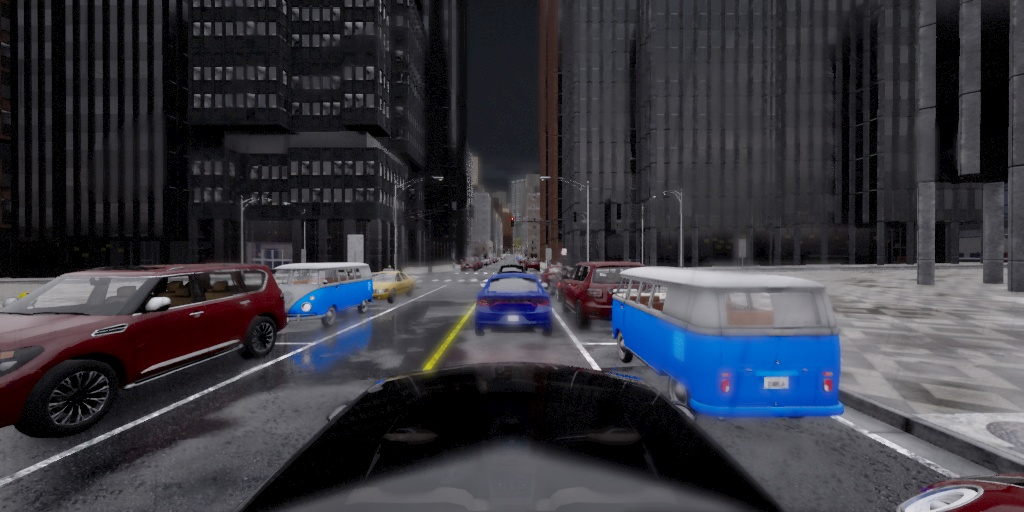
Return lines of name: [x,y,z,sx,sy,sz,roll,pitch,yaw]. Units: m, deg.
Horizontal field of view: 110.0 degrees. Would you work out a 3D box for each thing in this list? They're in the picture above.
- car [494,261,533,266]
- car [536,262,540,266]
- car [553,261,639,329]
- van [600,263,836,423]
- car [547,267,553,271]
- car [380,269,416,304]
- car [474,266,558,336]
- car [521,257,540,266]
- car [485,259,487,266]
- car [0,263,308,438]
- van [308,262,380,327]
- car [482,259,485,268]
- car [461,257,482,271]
car: [0.004,1.257,20.783,1.837,1.490,4.892,0,0,0]
car: [2.766,1.297,22.174,1.888,1.381,4.507,0,0,0]
car: [2.767,1.065,11.123,2.192,1.841,5.009,0,0,0]
van: [2.767,1.091,5.598,1.690,1.789,3.998,0,0,0]
car: [2.766,1.301,16.649,2.007,1.370,4.403,0,0,0]
car: [-5.761,1.276,16.491,1.751,1.417,4.829,0,0,0]
car: [0.060,1.228,10.412,1.882,1.535,5.008,0,0,1]
car: [2.770,1.084,49.214,2.192,1.841,5.009,0,0,0]
car: [-5.753,1.348,60.511,1.948,1.339,4.313,0,0,0]
car: [-5.765,1.064,5.612,2.192,1.841,5.009,0,0,0]
van: [-5.763,1.091,11.137,1.690,1.789,3.998,0,0,0]
car: [-5.754,1.090,54.869,2.192,1.841,5.009,0,0,0]
car: [-5.755,1.084,49.225,2.192,1.841,5.009,0,0,0]
